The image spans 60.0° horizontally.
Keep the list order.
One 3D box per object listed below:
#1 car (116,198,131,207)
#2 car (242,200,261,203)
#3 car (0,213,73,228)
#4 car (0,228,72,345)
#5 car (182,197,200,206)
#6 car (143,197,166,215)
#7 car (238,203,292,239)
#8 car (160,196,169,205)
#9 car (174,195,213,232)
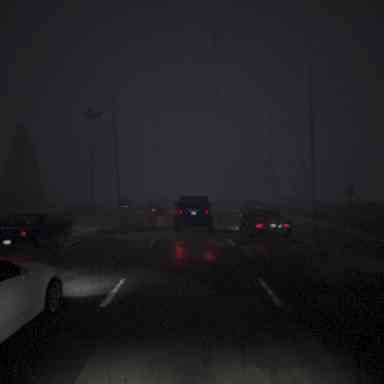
[{"bbox_3d":[-10.428,1.536,50.951,1.994,1.385,4.181,0,0,-16],"label":"car"},{"bbox_3d":[6.502,1.544,36.063,1.994,1.385,4.181,0,0,-6],"label":"car"},{"bbox_3d":[-6.903,1.593,14.674,1.895,1.301,4.718,0,0,0],"label":"car"},{"bbox_3d":[-3.403,1.523,4.507,1.812,1.442,4.674,0,0,0],"label":"car"},{"bbox_3d":[-0.208,1.497,53.353,1.812,1.442,4.674,0,0,-16],"label":"car"},{"bbox_3d":[-3.735,1.508,32.992,1.812,1.442,4.674,0,0,-4],"label":"car"},{"bbox_3d":[3.597,1.538,17.223,2.033,1.411,5.357,0,0,0],"label":"car"},{"bbox_3d":[-5.277,1.494,57.732,1.812,1.442,4.674,0,0,-19],"label":"car"},{"bbox_3d":[0.097,1.210,20.098,2.150,2.045,5.566,0,0,0],"label":"car"}]
